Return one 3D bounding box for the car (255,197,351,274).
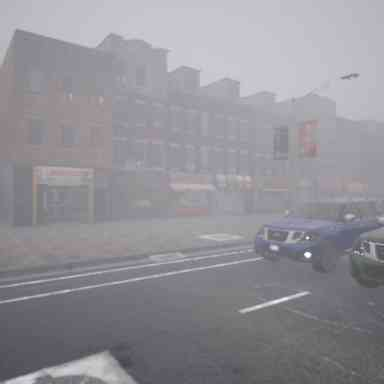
[{"bbox_3d":[4.557,1.204,10.929,5.566,2.045,2.150,0,0,-36],"label":"car"}]

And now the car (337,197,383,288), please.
[{"bbox_3d":[6.131,1.205,8.061,5.566,2.045,2.150,0,0,-36],"label":"car"}]
